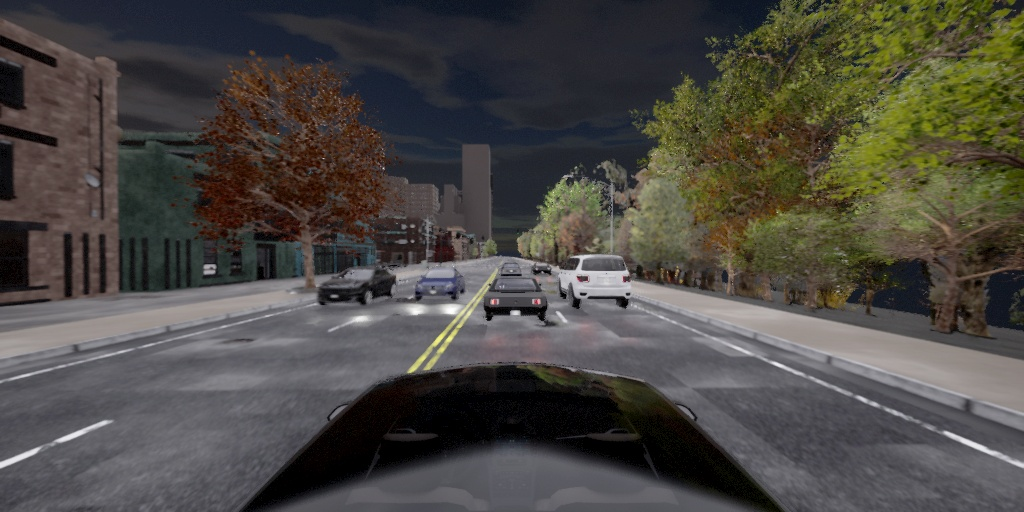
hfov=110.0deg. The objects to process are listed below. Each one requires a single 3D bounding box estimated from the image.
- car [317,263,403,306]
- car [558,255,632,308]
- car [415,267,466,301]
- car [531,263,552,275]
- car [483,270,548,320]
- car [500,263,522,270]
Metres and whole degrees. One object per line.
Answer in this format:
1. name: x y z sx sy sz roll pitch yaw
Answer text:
1. car: -6.617 1.226 15.841 1.882 1.535 5.008 0 0 0
2. car: 3.342 0.969 15.403 2.150 2.045 5.566 0 0 0
3. car: -3.374 1.274 17.561 1.812 1.442 4.674 0 0 0
4. car: 3.039 1.346 38.258 1.895 1.301 4.718 0 0 -1
5. car: 0.100 1.349 12.549 1.895 1.301 4.718 0 0 0
6. car: -0.111 1.293 31.950 2.033 1.411 5.357 0 0 -1
